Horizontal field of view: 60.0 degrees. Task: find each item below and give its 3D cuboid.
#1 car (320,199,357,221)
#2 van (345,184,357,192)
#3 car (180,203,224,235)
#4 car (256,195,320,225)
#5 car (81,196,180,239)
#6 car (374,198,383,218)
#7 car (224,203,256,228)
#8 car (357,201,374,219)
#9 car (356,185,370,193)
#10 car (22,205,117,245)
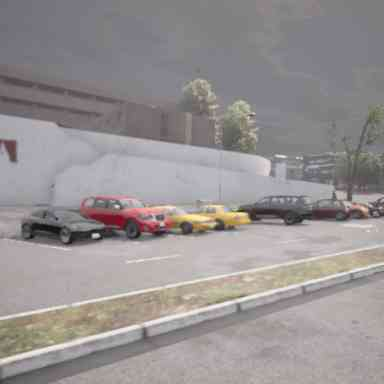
[{"bbox_3d":[10.960,1.448,27.988,4.553,1.767,2.185,-1,-1,35],"label":"car"},{"bbox_3d":[41.762,-0.976,86.043,1.878,1.987,4.442,8,3,35],"label":"van"},{"bbox_3d":[-1.129,1.501,19.201,5.366,1.575,1.946,-1,-1,35],"label":"car"},{"bbox_3d":[6.019,1.288,24.539,5.566,2.045,2.435,-1,-1,35],"label":"car"},{"bbox_3d":[-3.703,1.249,17.556,5.566,2.045,2.435,-1,-1,35],"label":"car"},{"bbox_3d":[15.822,1.621,31.496,4.892,1.521,2.231,-1,-1,35],"label":"car"},{"bbox_3d":[1.004,1.515,21.147,5.366,1.575,1.946,-1,-1,35],"label":"car"},{"bbox_3d":[13.355,1.471,29.772,4.553,1.767,2.185,-1,-1,35],"label":"car"},{"bbox_3d":[43.518,-0.477,83.678,2.231,1.521,4.892,7,3,35],"label":"car"},{"bbox_3d":[-6.147,1.524,15.809,4.792,1.488,2.163,-1,-1,35],"label":"car"}]
